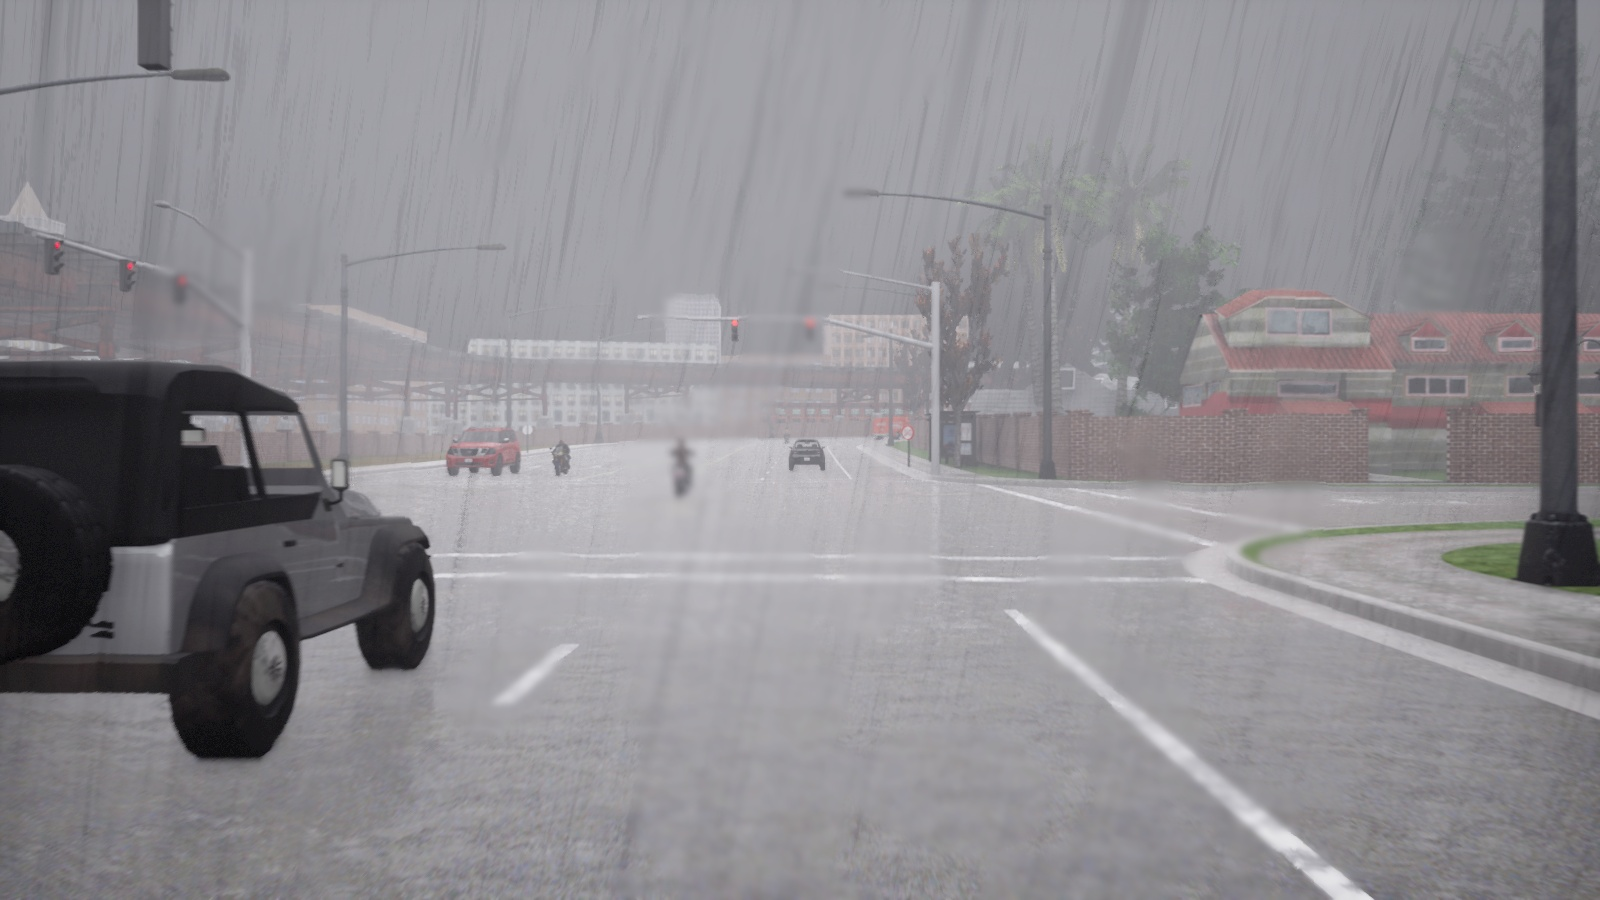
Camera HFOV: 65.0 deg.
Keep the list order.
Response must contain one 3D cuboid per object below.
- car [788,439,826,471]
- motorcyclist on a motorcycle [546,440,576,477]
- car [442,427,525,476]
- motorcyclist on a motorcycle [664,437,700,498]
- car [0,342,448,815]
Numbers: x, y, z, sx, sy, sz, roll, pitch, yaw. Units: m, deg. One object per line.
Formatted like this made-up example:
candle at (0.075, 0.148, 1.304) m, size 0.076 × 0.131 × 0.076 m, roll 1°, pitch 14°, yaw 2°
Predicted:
car at (0.345, 0.197, 61.522) m, size 1.816 × 1.474 × 4.193 m, roll 0°, pitch 1°, yaw 0°
motorcyclist on a motorcycle at (-10.198, 0.347, 53.675) m, size 0.866 × 1.530 × 2.191 m, roll 0°, pitch 1°, yaw 0°
car at (-13.691, 0.014, 54.626) m, size 2.150 × 2.045 × 5.566 m, roll 0°, pitch 1°, yaw 0°
motorcyclist on a motorcycle at (-3.297, 0.475, 35.266) m, size 0.766 × 1.649 × 2.350 m, roll 0°, pitch 0°, yaw 0°
car at (-3.448, 0.501, 6.921) m, size 1.905 × 1.878 × 3.866 m, roll 0°, pitch 0°, yaw 0°
